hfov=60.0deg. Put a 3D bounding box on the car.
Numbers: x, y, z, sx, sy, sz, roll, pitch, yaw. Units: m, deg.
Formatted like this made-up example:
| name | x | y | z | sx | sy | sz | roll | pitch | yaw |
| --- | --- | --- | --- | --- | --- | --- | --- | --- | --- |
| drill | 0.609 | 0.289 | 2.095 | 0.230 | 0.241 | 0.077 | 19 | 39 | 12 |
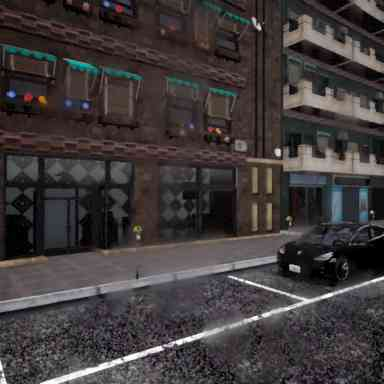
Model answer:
| name | x | y | z | sx | sy | sz | roll | pitch | yaw |
| --- | --- | --- | --- | --- | --- | --- | --- | --- | --- |
| car | 4.378 | 1.566 | 9.698 | 4.313 | 1.339 | 1.947 | 0 | 0 | -36 |
